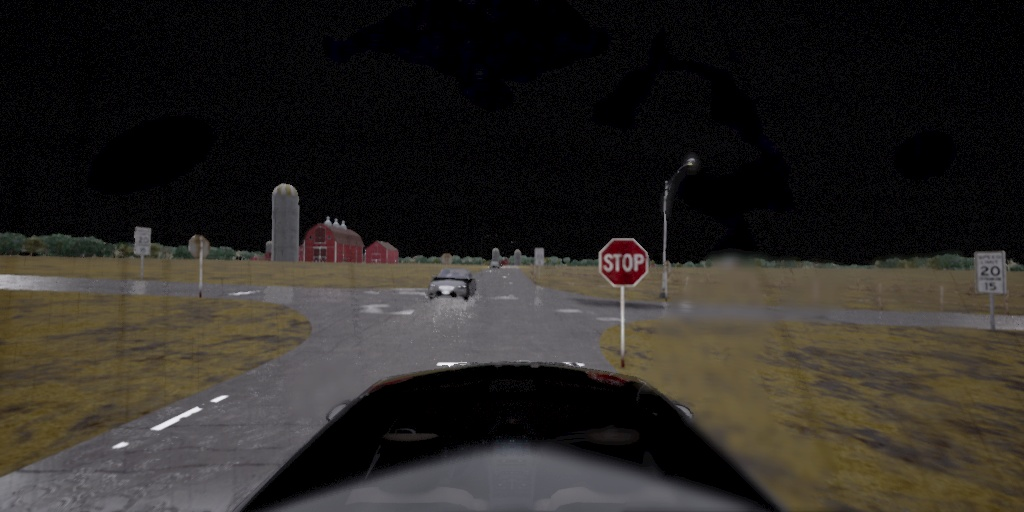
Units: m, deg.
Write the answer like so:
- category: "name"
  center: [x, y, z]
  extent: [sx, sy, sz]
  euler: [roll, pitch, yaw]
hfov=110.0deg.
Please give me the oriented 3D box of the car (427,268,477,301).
- category: "car"
  center: [-2.807, 1.347, 17.660]
  extent: [2.128, 1.511, 4.902]
  euler: [3, -2, 0]

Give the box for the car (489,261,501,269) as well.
- category: "car"
  center: [-3.104, 1.659, 64.992]
  extent: [1.837, 1.490, 4.892]
  euler: [0, 0, 0]
